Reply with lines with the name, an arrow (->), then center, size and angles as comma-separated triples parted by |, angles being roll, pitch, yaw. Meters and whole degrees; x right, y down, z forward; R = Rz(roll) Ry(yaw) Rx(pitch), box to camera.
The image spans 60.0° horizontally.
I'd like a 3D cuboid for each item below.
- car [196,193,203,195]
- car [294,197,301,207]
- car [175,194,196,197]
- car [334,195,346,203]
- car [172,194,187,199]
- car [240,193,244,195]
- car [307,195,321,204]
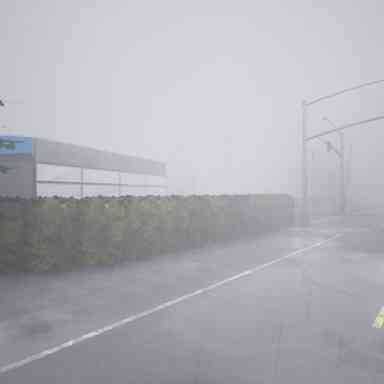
car -> 1.971, 1.154, 86.094 | 2.152, 1.636, 5.027 | 0, 0, 38
car -> 13.036, 1.340, 44.656 | 2.007, 1.523, 4.514 | 0, 0, 38
car -> -1.875, 1.298, 66.108 | 2.007, 1.523, 4.514 | 0, 0, 38
car -> 29.106, 1.374, 65.139 | 1.845, 1.501, 3.633 | 0, 0, 38
car -> -3.277, 1.232, 89.803 | 1.970, 1.475, 3.806 | 0, 0, 38
car -> 12.034, 1.077, 78.193 | 1.905, 1.878, 3.866 | 0, 0, 38
car -> 22.179, 1.384, 61.143 | 1.970, 1.475, 3.806 | 0, 0, 38
